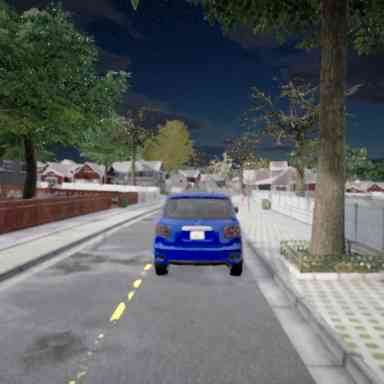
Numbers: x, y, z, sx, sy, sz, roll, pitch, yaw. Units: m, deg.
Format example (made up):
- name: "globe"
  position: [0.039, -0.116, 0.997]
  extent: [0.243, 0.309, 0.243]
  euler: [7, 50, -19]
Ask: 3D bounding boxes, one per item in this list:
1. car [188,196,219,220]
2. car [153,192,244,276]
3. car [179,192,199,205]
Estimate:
- name: "car"
  position: [0.958, 1.083, 24.522]
  extent: [2.033, 1.411, 5.357]
  euler: [0, 1, 4]
- name: "car"
  position: [0.243, 1.021, 9.874]
  extent: [2.150, 2.045, 5.566]
  euler: [0, 0, 3]
- name: "car"
  position: [-0.361, 0.793, 42.255]
  extent: [1.994, 1.385, 4.181]
  euler: [0, 1, 7]
